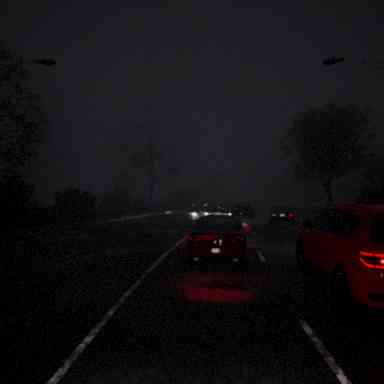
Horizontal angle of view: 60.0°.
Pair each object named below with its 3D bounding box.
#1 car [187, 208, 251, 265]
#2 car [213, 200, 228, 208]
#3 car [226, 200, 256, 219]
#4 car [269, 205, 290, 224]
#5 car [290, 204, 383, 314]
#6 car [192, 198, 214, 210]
[{"bbox_3d":[0.975,1.562,12.154,1.882,1.535,5.008,0,0,7],"label":"car"},{"bbox_3d":[4.598,1.791,41.853,1.837,1.490,4.892,0,-1,22],"label":"car"},{"bbox_3d":[4.984,1.715,31.623,2.128,1.511,4.902,0,0,16],"label":"car"},{"bbox_3d":[7.129,1.743,26.413,2.033,1.411,5.357,0,0,14],"label":"car"},{"bbox_3d":[4.012,1.284,7.781,2.150,2.045,5.566,0,0,6],"label":"car"},{"bbox_3d":[1.659,1.639,43.864,2.097,1.767,4.553,0,0,22],"label":"car"}]
